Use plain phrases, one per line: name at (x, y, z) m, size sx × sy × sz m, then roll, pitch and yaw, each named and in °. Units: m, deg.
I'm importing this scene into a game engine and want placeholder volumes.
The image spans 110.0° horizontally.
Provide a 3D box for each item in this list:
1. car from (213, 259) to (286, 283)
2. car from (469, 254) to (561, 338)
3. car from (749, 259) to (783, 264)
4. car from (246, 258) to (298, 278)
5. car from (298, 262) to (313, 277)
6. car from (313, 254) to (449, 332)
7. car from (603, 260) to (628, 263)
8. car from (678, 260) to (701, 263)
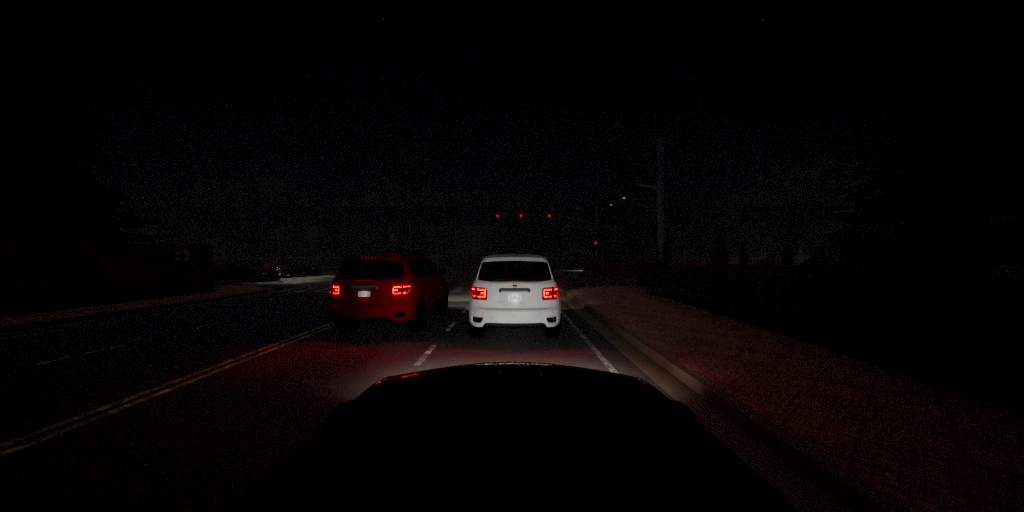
car at (-20.823, 1.228, 27.904) m, size 5.008 × 1.535 × 1.882 m, roll 0°, pitch 0°, yaw 3°
car at (0.081, 0.971, 10.312) m, size 2.150 × 2.045 × 5.566 m, roll 0°, pitch 0°, yaw 1°
car at (34.566, 1.197, 48.940) m, size 4.892 × 1.490 × 1.837 m, roll -1°, pitch 0°, yaw 0°
car at (-21.977, 1.102, 31.594) m, size 4.553 × 1.767 × 2.097 m, roll 0°, pitch 0°, yaw 0°
car at (-21.383, 1.228, 35.089) m, size 5.008 × 1.535 × 1.882 m, roll 0°, pitch 0°, yaw 0°
car at (-3.418, 0.971, 10.994) m, size 2.150 × 2.045 × 5.566 m, roll 0°, pitch 0°, yaw 0°
car at (13.595, 1.255, 49.047) m, size 4.892 × 1.490 × 1.837 m, roll 0°, pitch 0°, yaw 0°
car at (23.971, 1.297, 48.981) m, size 5.357 × 1.411 × 2.033 m, roll 0°, pitch 0°, yaw 0°
